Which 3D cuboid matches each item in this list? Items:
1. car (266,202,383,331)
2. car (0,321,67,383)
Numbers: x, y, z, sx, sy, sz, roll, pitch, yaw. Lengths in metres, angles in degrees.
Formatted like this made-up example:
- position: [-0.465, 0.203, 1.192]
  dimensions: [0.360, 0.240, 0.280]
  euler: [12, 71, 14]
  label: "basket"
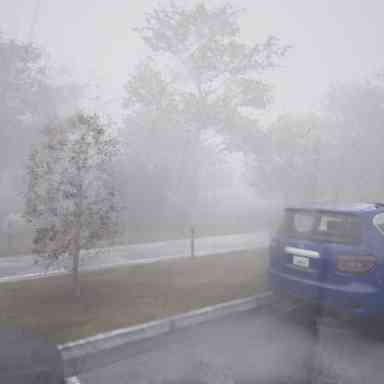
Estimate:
- position: [4.029, 1.236, 6.883]
  dimensions: [5.566, 2.045, 2.435]
  euler: [0, 0, -33]
  label: "car"
- position: [-3.289, 1.497, 1.725]
  dimensions: [5.008, 1.535, 2.097]
  euler: [0, 0, -33]
  label: "car"
